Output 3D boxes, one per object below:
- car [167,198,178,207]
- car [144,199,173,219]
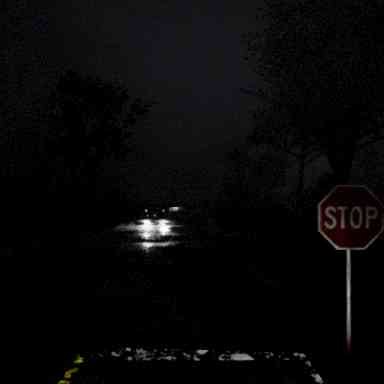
[{"bbox_3d":[-3.074,1.537,49.010,1.994,1.385,4.181,0,0,0],"label":"car"},{"bbox_3d":[-3.044,1.595,29.407,1.895,1.301,4.718,0,0,0],"label":"car"}]
